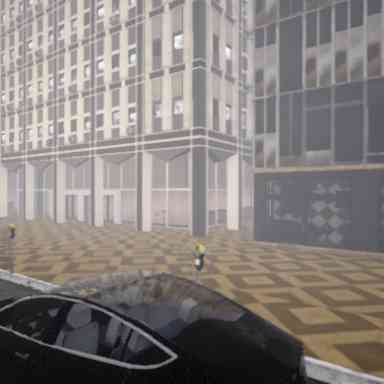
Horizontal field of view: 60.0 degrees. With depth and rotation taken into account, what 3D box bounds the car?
[{"bbox_3d":[-0.985,1.555,3.577,4.313,1.339,1.947,0,0,35],"label":"car"}]
